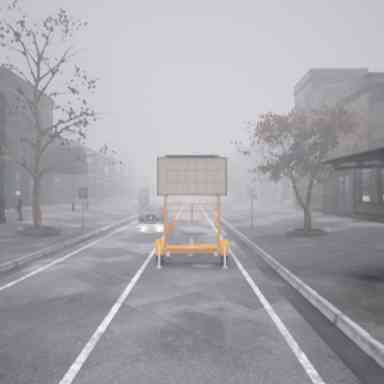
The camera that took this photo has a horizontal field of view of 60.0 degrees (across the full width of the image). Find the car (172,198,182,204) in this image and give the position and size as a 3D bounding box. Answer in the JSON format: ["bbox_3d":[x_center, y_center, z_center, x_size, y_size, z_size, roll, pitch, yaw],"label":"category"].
[{"bbox_3d":[-2.998,1.941,67.209,2.033,1.411,5.357,0,0,0],"label":"car"}]

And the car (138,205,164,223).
[{"bbox_3d":[-3.095,1.750,26.922,1.994,1.385,4.181,0,0,0],"label":"car"}]

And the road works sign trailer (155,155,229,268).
[{"bbox_3d":[0.002,0.531,11.460,2.380,3.560,2.880,0,0,0],"label":"road works sign trailer"}]
